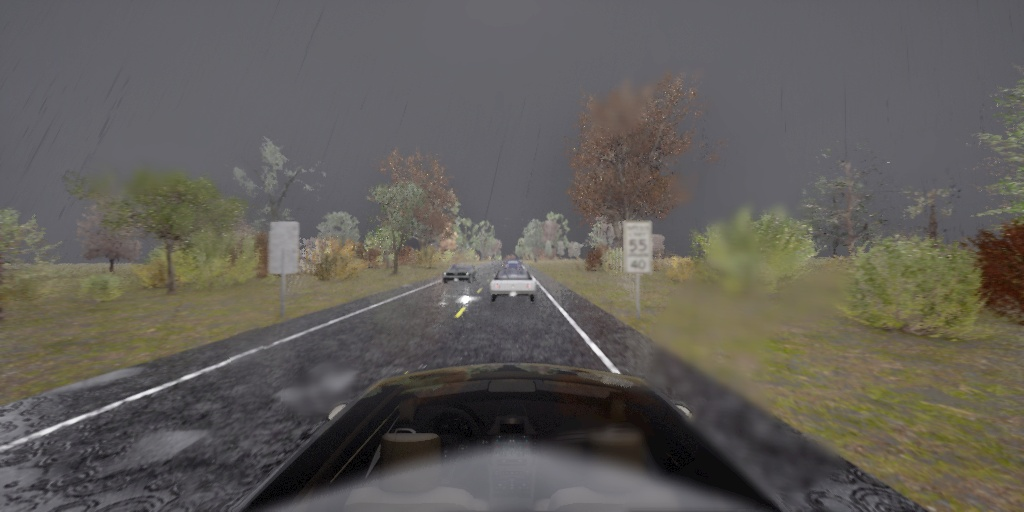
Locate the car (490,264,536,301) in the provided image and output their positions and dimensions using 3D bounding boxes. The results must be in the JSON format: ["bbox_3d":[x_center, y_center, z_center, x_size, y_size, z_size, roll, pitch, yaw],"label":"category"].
[{"bbox_3d":[0.053,1.234,16.566,1.895,1.301,4.718,0,0,1],"label":"car"}]

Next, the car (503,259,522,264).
[{"bbox_3d":[0.095,1.029,36.980,1.812,1.442,4.674,0,0,0],"label":"car"}]

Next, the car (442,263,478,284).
[{"bbox_3d":[-3.519,1.178,24.774,1.895,1.301,4.718,0,0,0],"label":"car"}]
